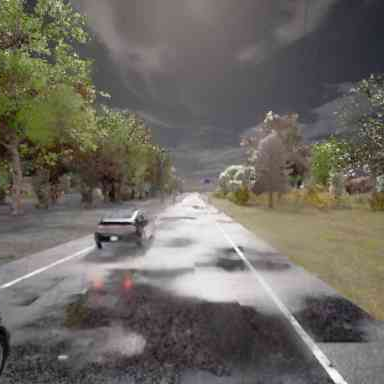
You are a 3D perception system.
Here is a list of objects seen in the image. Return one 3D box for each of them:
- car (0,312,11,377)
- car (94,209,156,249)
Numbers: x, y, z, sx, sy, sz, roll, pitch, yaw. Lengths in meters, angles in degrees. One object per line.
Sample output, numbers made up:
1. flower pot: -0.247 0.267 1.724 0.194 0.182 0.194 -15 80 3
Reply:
1. car: -3.166 1.523 2.132 1.812 1.442 4.674 0 0 2
2. car: -2.736 1.478 14.454 2.128 1.511 4.902 0 0 2
